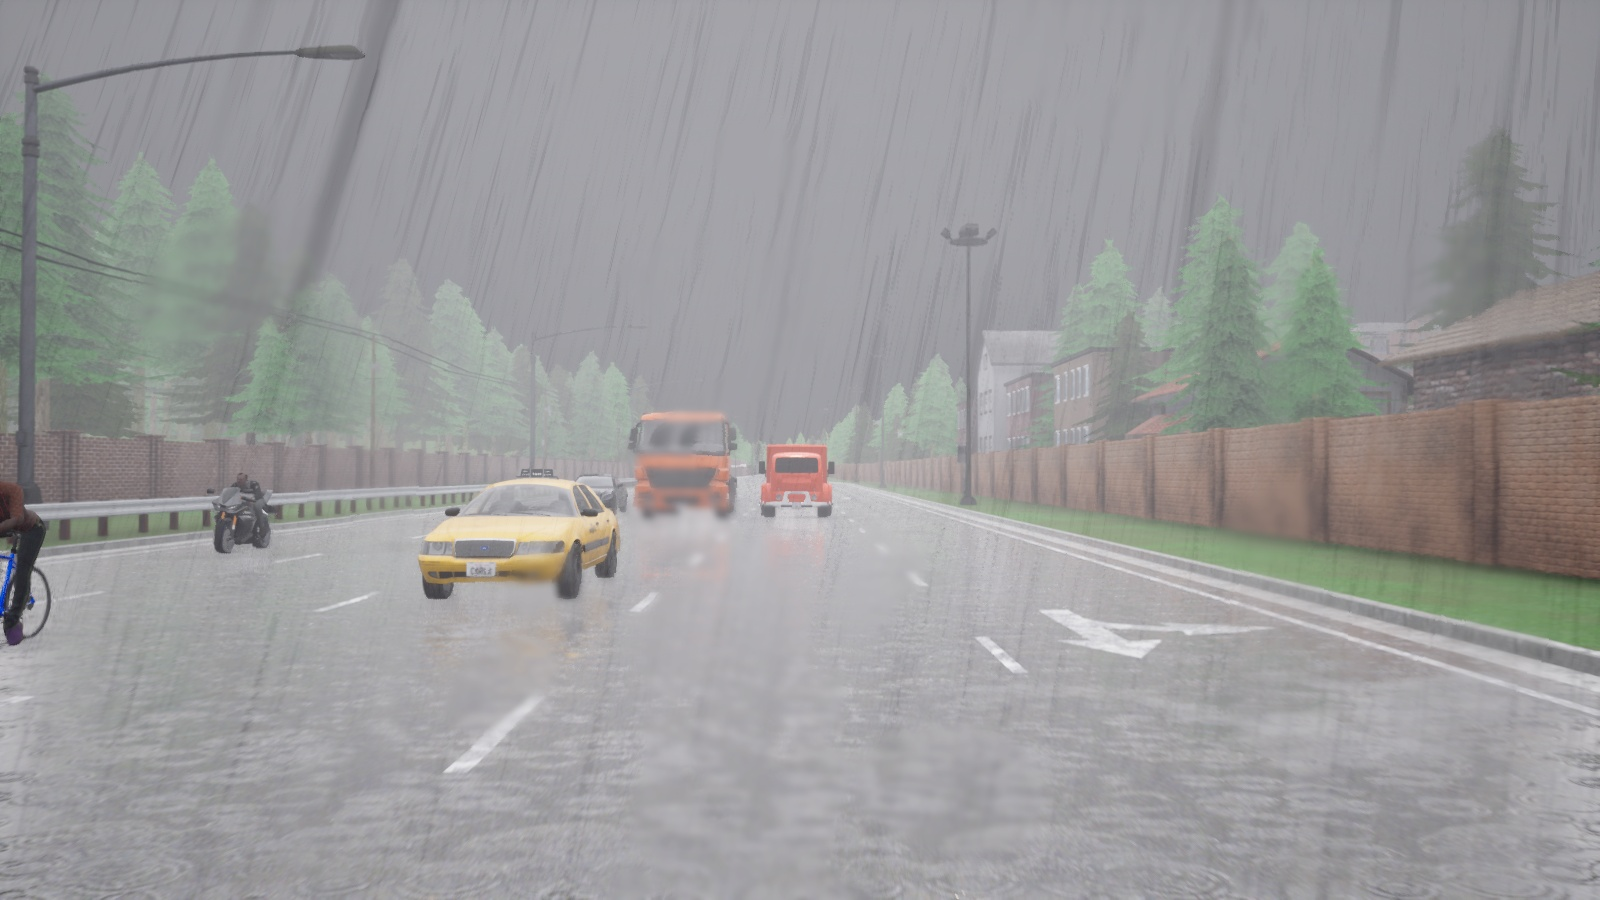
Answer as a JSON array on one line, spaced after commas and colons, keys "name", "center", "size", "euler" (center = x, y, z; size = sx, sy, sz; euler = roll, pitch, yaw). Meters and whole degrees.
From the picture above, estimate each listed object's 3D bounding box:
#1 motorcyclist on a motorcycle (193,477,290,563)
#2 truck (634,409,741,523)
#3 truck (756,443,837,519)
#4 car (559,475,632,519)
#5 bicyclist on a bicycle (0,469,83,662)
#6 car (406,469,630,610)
[{"name": "motorcyclist on a motorcycle", "center": [-10.559, 1.291, 23.847], "size": [0.866, 1.530, 2.191], "euler": [0, -1, 0]}, {"name": "truck", "center": [-3.609, 0.554, 42.244], "size": [2.891, 3.462, 7.936], "euler": [0, -1, 0]}, {"name": "truck", "center": [-0.110, 1.058, 43.592], "size": [2.627, 2.467, 5.204], "euler": [0, -1, 0]}, {"name": "car", "center": [-7.109, 1.605, 43.991], "size": [1.812, 1.442, 4.674], "euler": [0, -1, 0]}, {"name": "bicyclist on a bicycle", "center": [-7.028, 0.979, 10.974], "size": [0.582, 1.620, 1.656], "euler": [0, -1, 0]}, {"name": "car", "center": [-3.542, 1.050, 16.829], "size": [1.801, 1.575, 5.366], "euler": [0, -1, 0]}]
